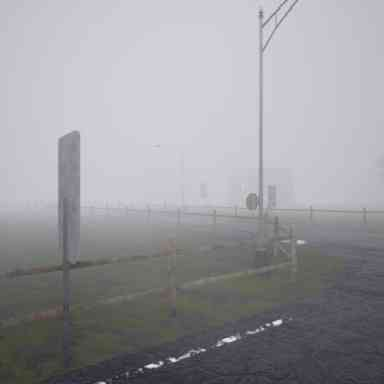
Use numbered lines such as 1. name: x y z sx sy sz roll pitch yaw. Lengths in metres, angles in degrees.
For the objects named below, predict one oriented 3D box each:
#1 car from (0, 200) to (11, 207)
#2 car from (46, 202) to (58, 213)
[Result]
1. car: -43.081 2.664 75.836 5.008 1.535 1.882 -1 -1 40
2. car: -20.143 2.246 49.490 2.128 1.511 4.902 0 -1 -42
